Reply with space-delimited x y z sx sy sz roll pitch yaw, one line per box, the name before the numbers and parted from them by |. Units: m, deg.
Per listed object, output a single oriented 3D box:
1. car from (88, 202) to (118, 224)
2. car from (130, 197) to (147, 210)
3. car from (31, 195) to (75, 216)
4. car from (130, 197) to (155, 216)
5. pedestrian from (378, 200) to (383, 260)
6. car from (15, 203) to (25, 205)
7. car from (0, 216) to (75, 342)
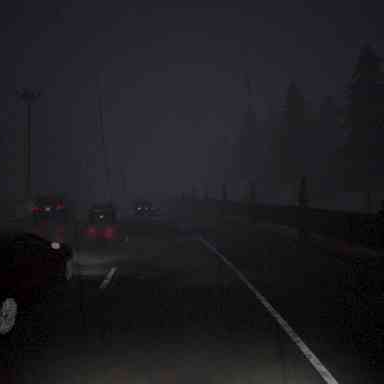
car | -6.680 1.492 25.115 2.128 1.511 4.902 0 0 -12
car | -7.173 1.478 44.281 1.882 1.535 5.008 0 0 -12
car | -10.187 1.224 24.839 2.150 2.045 5.566 0 0 -12
car | -4.784 1.547 33.178 2.033 1.411 5.357 0 0 -12
pedestrian | 5.900 1.141 10.129 0.375 1.860 0.375 0 0 -6
car | -21.721 1.564 44.402 1.994 1.385 4.181 0 0 -12
car | -3.828 1.477 6.452 1.882 1.535 5.008 0 0 -4
